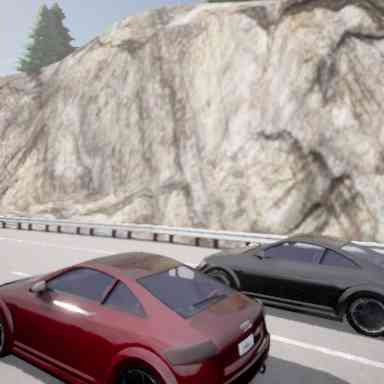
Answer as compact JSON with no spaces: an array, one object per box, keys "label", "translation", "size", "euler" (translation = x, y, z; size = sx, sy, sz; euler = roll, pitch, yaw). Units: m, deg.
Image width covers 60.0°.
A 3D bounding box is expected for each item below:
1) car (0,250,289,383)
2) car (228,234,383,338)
[{"label":"car","translation":[-1.090,1.553,4.595],"size":[4.181,1.385,1.994],"euler":[0,0,34]},{"label":"car","translation":[2.104,1.547,6.651],"size":[4.181,1.385,1.994],"euler":[0,0,35]}]
